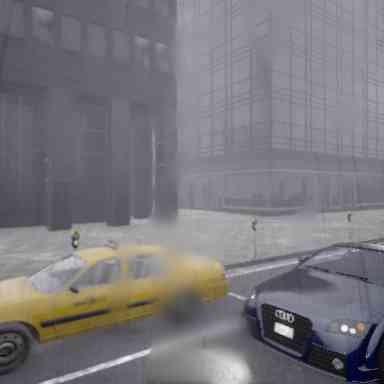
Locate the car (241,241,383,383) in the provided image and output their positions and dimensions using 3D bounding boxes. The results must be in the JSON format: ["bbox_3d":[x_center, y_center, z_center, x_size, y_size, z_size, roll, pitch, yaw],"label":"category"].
[{"bbox_3d":[2.782,1.550,5.340,4.181,1.385,1.994,0,0,-35],"label":"car"}]

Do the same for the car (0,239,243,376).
[{"bbox_3d":[-1.564,1.521,5.536,4.829,1.417,1.752,0,0,-35],"label":"car"}]
